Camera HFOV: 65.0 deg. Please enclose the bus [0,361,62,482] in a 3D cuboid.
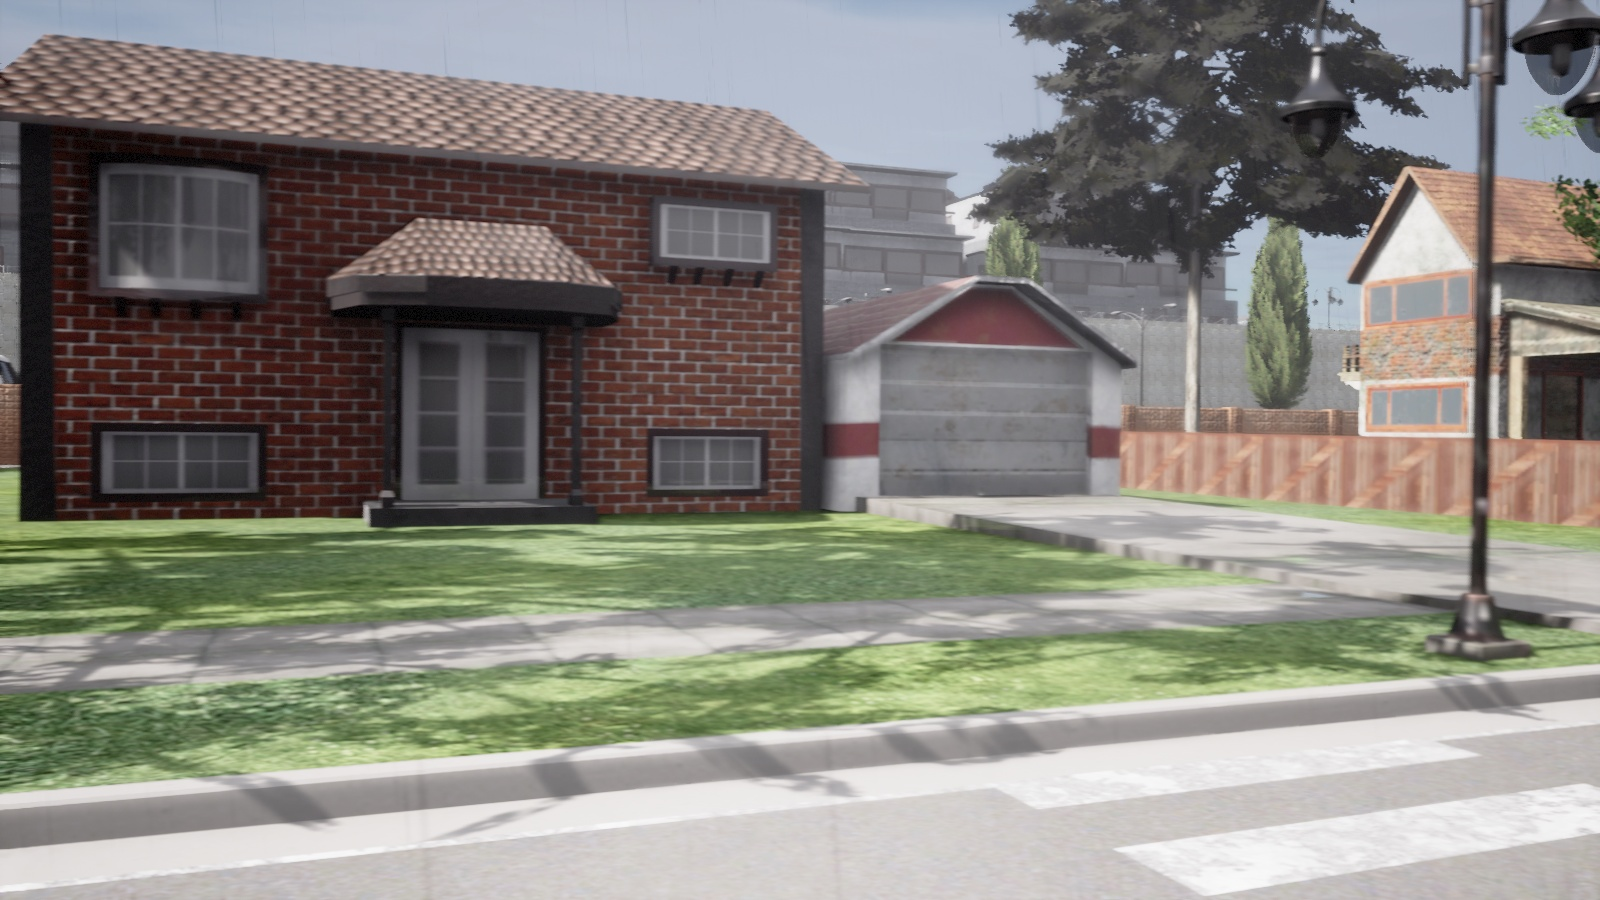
[{"bbox_3d":[-32.514,-0.956,44.667,10.273,4.253,3.944,-1,1,-23],"label":"bus"}]
